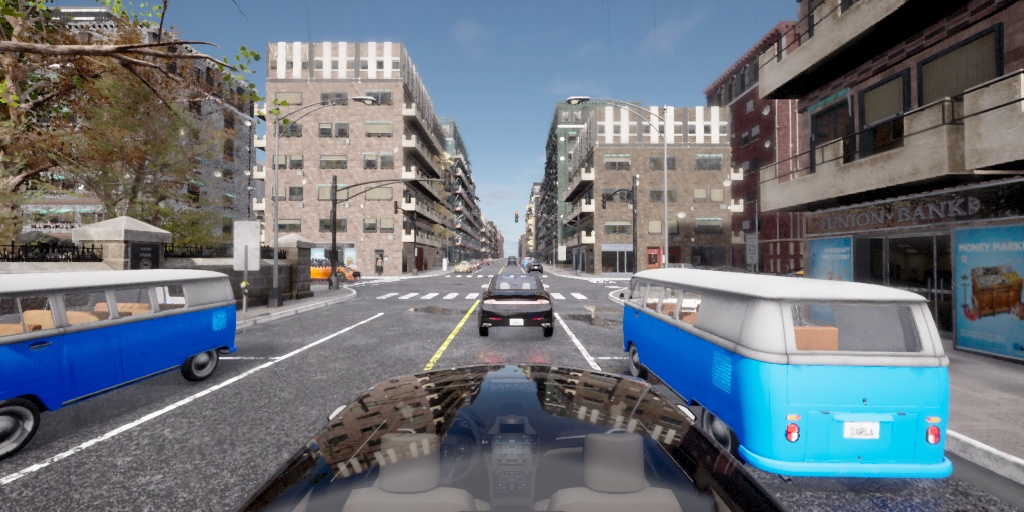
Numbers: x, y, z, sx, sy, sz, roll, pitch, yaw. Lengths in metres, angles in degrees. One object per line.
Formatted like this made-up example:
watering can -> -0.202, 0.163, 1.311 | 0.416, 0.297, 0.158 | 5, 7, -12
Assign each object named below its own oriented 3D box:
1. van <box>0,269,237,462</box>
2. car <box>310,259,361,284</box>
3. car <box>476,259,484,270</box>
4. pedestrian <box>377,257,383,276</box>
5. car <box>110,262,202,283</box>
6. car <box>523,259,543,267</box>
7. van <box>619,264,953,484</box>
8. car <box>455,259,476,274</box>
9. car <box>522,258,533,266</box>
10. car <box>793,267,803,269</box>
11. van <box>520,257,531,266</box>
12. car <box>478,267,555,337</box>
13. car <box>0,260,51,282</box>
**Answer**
van -> -5.655, 1.092, 4.589 | 1.690, 1.789, 3.998 | 0, 0, 0
car -> -13.090, 1.019, 25.245 | 4.553, 1.767, 2.097 | 0, -1, 1
car -> -5.680, 1.208, 53.819 | 1.967, 1.591, 4.097 | 0, 0, 0
pedestrian -> -12.533, 0.967, 33.977 | 0.375, 1.860, 0.375 | 0, -1, 1
car -> -25.088, 1.126, 25.386 | 4.674, 1.442, 1.812 | 0, -1, 1
car -> 2.699, 1.330, 42.532 | 1.948, 1.339, 4.313 | 0, 0, 0
van -> 2.659, 1.092, 4.585 | 1.690, 1.789, 3.998 | 0, 0, 0
car -> -5.681, 1.289, 42.363 | 1.751, 1.417, 4.829 | 0, 0, 0
car -> 2.700, 1.317, 48.174 | 2.007, 1.370, 4.403 | 0, 0, 0
car -> 25.016, 1.413, 27.983 | 5.008, 1.535, 1.882 | 0, -1, 1
van -> 2.703, 1.112, 59.459 | 1.690, 1.789, 3.998 | 0, 0, 0
car -> 0.102, 1.244, 10.315 | 2.128, 1.511, 4.902 | 0, 0, 0
car -> -36.422, 1.045, 25.531 | 4.892, 1.490, 1.837 | 0, -1, 1
